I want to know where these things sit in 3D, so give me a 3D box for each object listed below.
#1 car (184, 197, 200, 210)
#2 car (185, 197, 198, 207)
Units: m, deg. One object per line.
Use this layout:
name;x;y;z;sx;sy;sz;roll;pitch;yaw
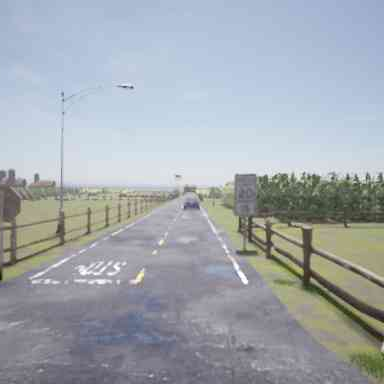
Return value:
car;-0.033;1.398;44.324;2.097;1.767;4.553;1;0;0
car;-0.045;1.595;54.360;2.033;1.411;5.357;1;0;0
